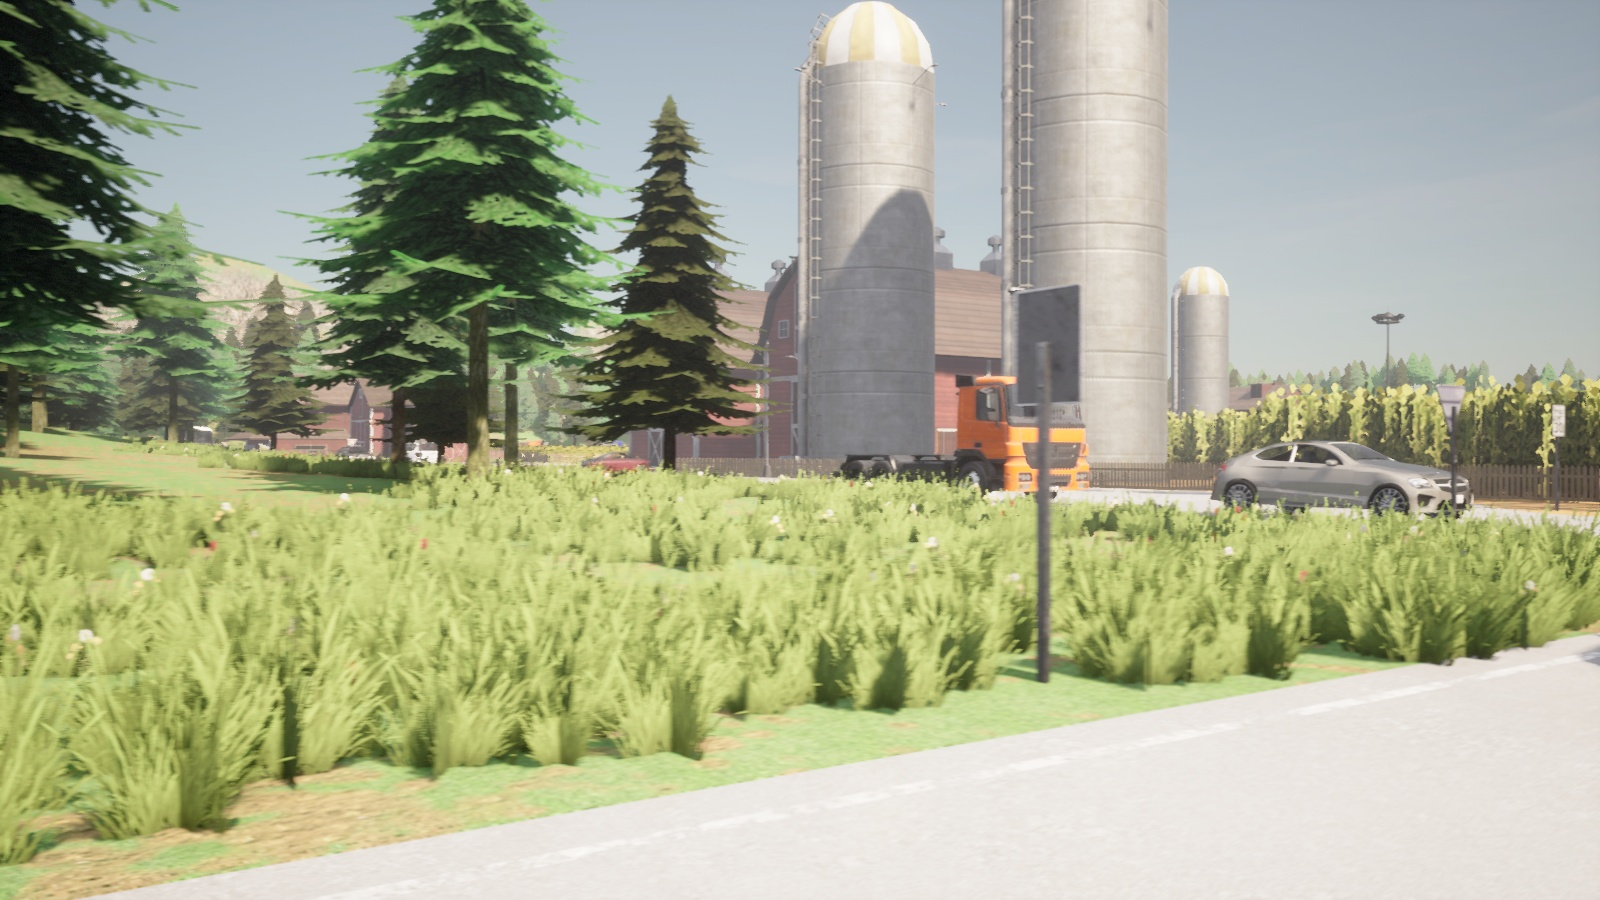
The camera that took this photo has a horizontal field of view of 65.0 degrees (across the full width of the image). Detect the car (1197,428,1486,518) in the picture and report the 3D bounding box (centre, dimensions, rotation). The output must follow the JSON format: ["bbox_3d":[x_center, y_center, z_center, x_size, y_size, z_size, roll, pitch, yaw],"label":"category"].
[{"bbox_3d":[10.866,0.423,25.574,2.152,1.651,5.027,0,0,-34],"label":"car"}]

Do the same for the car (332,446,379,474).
[{"bbox_3d":[-30.540,0.698,86.286,1.932,1.855,4.605,0,0,-34],"label":"car"}]

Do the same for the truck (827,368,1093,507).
[{"bbox_3d":[4.233,-0.299,35.300,2.891,3.462,7.936,0,0,-34],"label":"truck"}]

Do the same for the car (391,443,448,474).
[{"bbox_3d":[-26.084,0.590,85.964,2.150,2.045,5.566,0,0,-34],"label":"car"}]
